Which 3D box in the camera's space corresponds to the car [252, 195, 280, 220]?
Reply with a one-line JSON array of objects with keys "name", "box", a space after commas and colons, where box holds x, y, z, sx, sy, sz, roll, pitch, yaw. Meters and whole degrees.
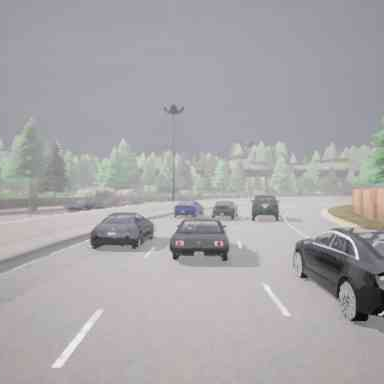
[{"name": "car", "box": [6.308, 1.265, 28.445, 2.150, 2.045, 5.566, 0, 0, 13]}]

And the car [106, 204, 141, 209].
[{"name": "car", "box": [-6.694, 1.531, 34.494, 1.882, 1.535, 5.008, 0, 0, 16]}]

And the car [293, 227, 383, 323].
[{"name": "car", "box": [3.642, 1.503, 7.175, 2.128, 1.511, 4.902, 0, 0, 1]}]

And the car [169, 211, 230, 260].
[{"name": "car", "box": [0.362, 1.620, 12.471, 1.895, 1.301, 4.718, 0, 0, 3]}]

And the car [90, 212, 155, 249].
[{"name": "car", "box": [-2.935, 1.587, 14.815, 1.994, 1.385, 4.181, 0, 0, 4]}]

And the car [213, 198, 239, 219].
[{"name": "car", "box": [3.007, 1.550, 29.485, 1.837, 1.490, 4.892, 0, 0, 14]}]

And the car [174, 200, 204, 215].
[{"name": "car", "box": [-0.196, 1.525, 31.029, 1.882, 1.535, 5.008, 0, 0, 14]}]

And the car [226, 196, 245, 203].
[{"name": "car", "box": [9.723, 1.632, 74.001, 2.128, 1.511, 4.902, 0, 0, 39]}]
